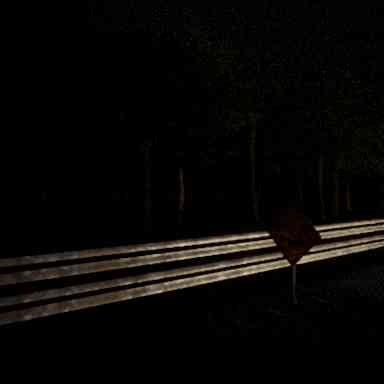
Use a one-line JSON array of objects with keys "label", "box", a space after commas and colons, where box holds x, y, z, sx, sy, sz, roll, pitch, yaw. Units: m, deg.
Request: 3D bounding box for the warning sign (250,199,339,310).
[{"label": "warning sign", "box": [2.005, 1.095, 6.582, 1.060, 1.860, 1.300, -1, 1, -35]}]
